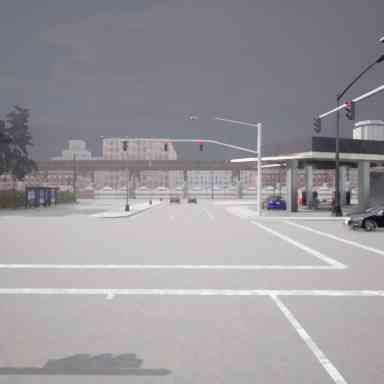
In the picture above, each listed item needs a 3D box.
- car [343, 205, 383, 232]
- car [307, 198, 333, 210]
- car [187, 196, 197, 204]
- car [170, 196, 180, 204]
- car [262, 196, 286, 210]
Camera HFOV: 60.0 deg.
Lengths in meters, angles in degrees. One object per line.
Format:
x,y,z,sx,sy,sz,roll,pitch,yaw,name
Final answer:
11.445,1.491,19.458,4.902,1.511,2.128,0,0,-1,car
15.478,1.456,40.402,1.970,1.475,3.806,0,0,0,car
0.037,1.547,64.324,2.033,1.411,5.357,0,0,0,car
-3.361,1.491,66.247,2.128,1.511,4.902,0,0,0,car
9.733,1.295,39.643,2.242,1.667,4.611,0,0,0,car
